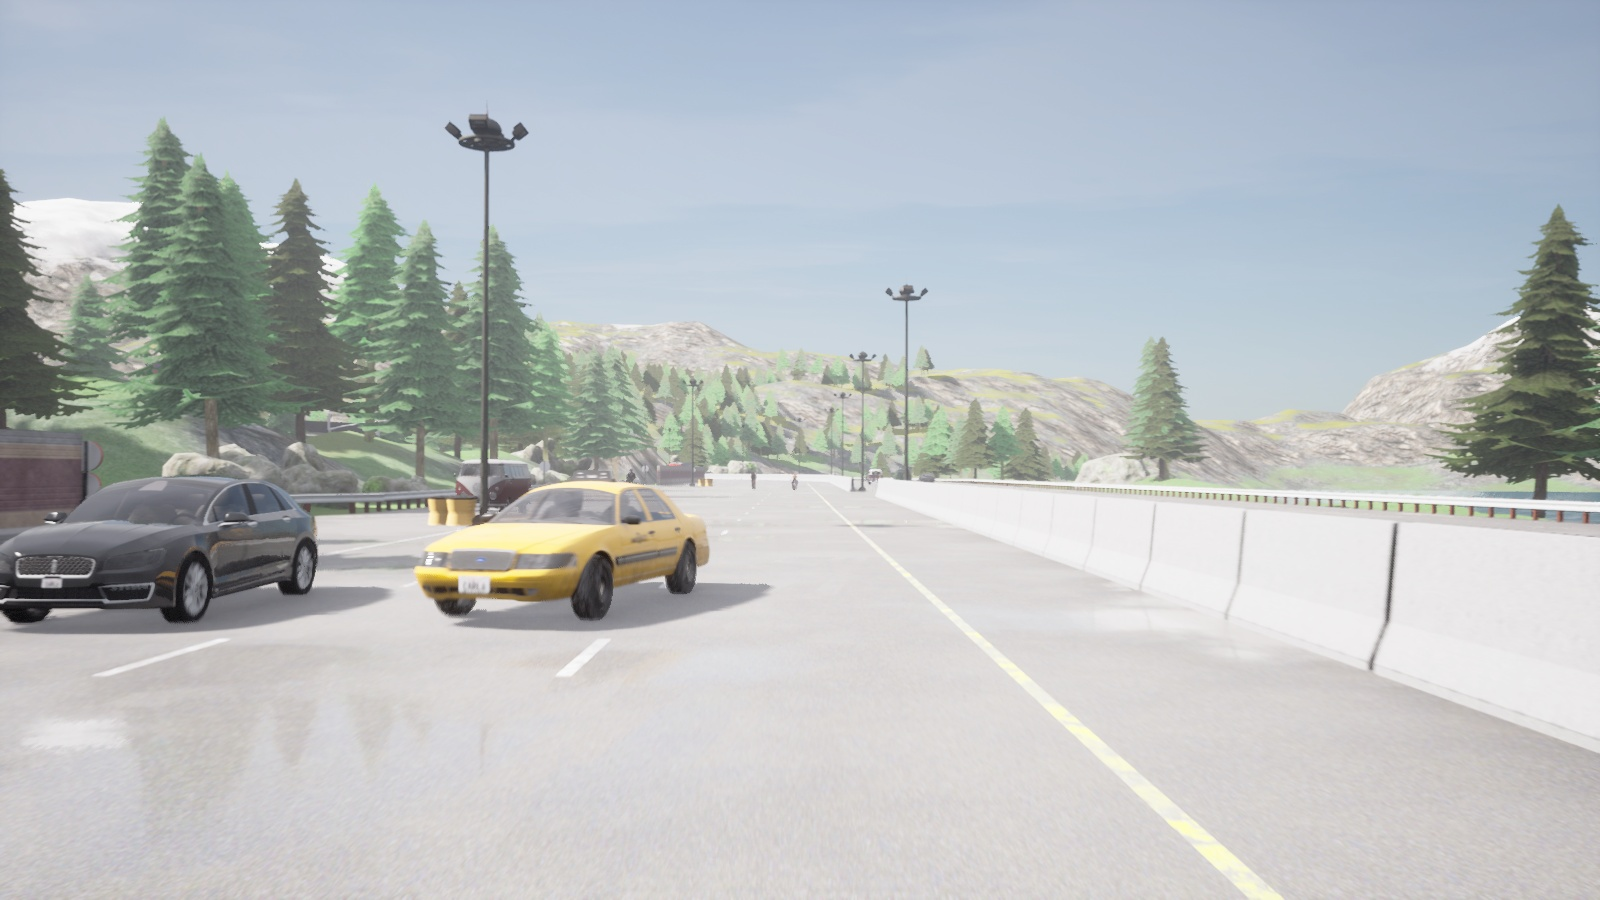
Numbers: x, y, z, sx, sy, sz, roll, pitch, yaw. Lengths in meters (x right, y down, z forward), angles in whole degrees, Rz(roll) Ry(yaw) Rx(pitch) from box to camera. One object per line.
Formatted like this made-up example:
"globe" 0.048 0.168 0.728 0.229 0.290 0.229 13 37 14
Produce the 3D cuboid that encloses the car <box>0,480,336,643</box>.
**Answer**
"car" -7.079 1.104 14.263 1.837 1.490 4.892 0 -1 0

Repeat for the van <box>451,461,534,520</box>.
"van" -10.807 1.404 44.440 1.775 1.987 4.442 0 -1 1

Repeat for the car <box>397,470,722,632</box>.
"car" -2.578 1.034 15.068 1.801 1.575 5.366 0 -1 13
